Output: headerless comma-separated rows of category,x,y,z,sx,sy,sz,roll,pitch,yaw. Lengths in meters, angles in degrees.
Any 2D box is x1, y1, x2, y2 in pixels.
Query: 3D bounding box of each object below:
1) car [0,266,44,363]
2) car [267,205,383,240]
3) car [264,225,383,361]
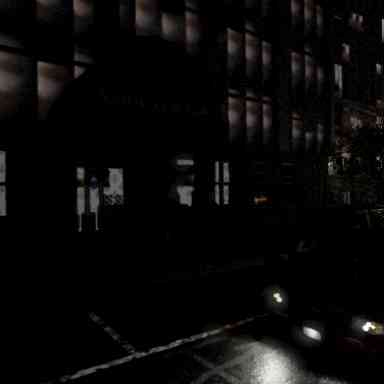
car,-4.045,1.569,3.842,4.313,1.339,1.947,0,-1,-36
car,4.378,1.317,9.844,5.009,1.841,2.192,0,-1,-36
car,3.806,1.549,6.108,5.357,1.411,2.033,0,0,-36
